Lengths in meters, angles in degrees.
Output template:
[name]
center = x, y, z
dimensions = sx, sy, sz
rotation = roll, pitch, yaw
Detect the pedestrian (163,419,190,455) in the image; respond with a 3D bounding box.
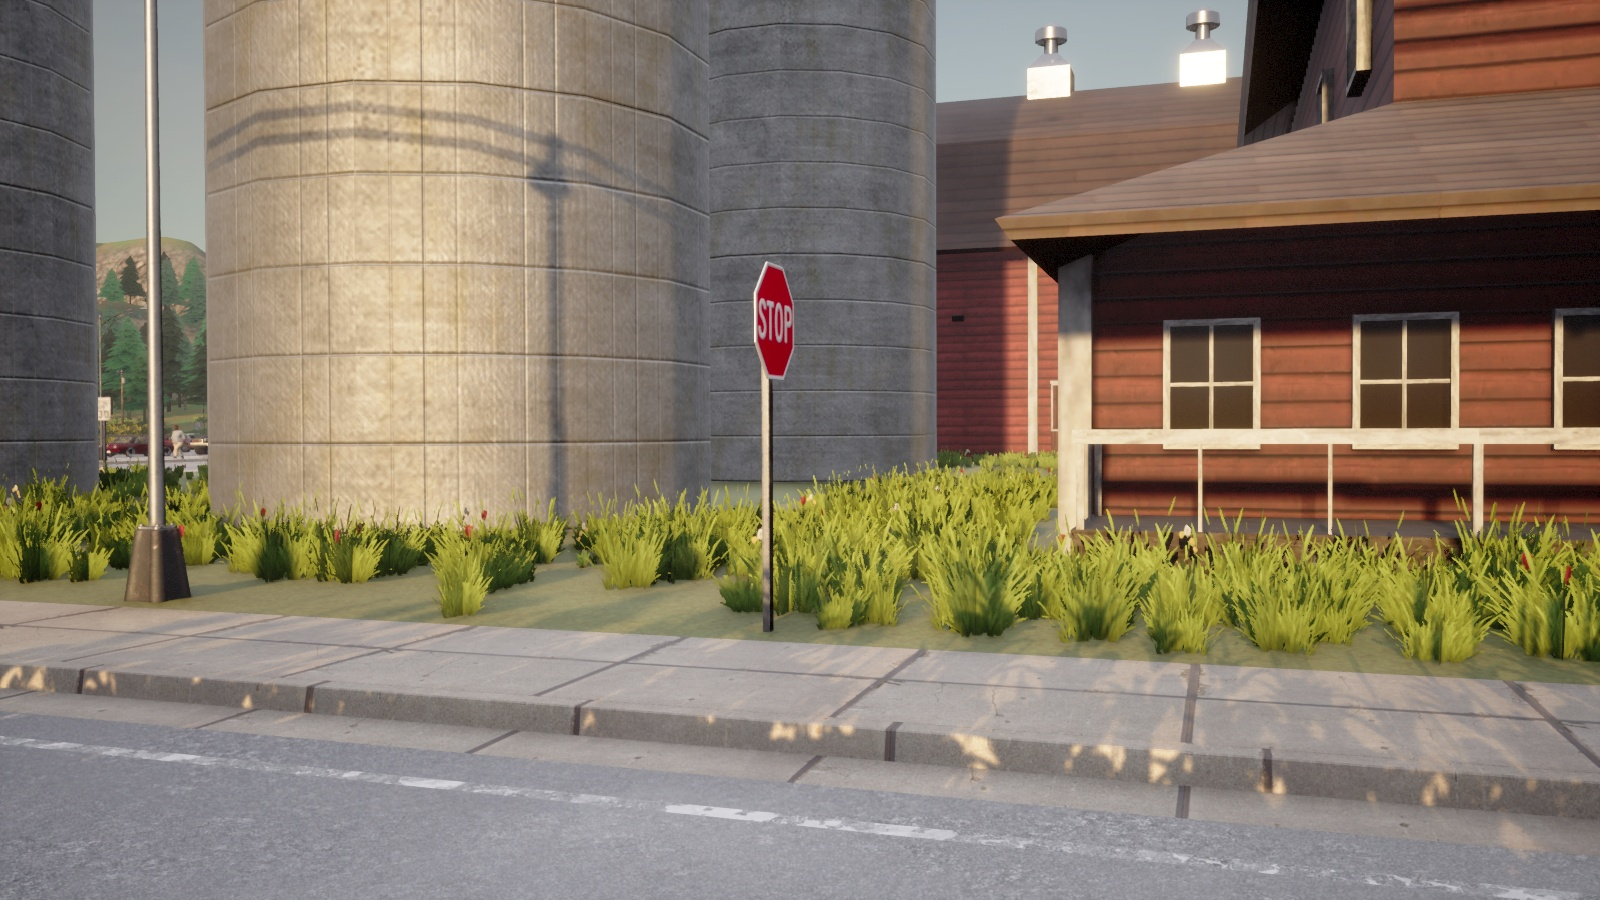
[pedestrian]
center = -32.587, -0.692, 65.669
dimensions = 0.874, 1.855, 0.900
rotation = 0, 1, 15

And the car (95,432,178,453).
[car]
center = -42.547, -0.523, 80.598
dimensions = 1.895, 1.301, 4.718
rotation = 1, 1, 18
